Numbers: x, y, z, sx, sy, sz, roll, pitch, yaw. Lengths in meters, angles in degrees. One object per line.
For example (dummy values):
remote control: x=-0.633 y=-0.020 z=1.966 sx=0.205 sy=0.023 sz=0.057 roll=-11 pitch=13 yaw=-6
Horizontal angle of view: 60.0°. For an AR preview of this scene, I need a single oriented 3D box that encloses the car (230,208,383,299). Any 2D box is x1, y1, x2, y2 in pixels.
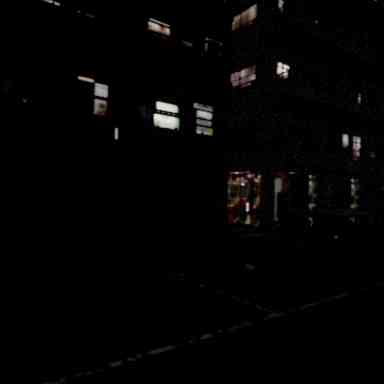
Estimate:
car: x=3.358 y=1.408 z=8.935 sx=5.009 sy=1.841 sz=2.192 roll=1 pitch=1 yaw=-35
